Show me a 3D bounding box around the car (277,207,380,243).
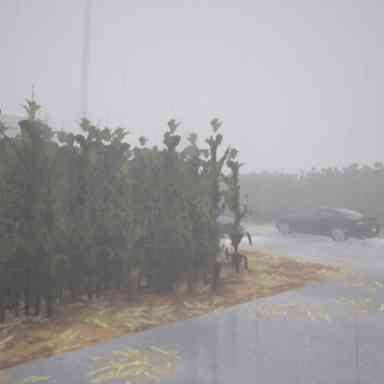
[{"bbox_3d":[6.420,1.463,16.264,1.882,1.535,5.008,1,0,-33],"label":"car"}]
